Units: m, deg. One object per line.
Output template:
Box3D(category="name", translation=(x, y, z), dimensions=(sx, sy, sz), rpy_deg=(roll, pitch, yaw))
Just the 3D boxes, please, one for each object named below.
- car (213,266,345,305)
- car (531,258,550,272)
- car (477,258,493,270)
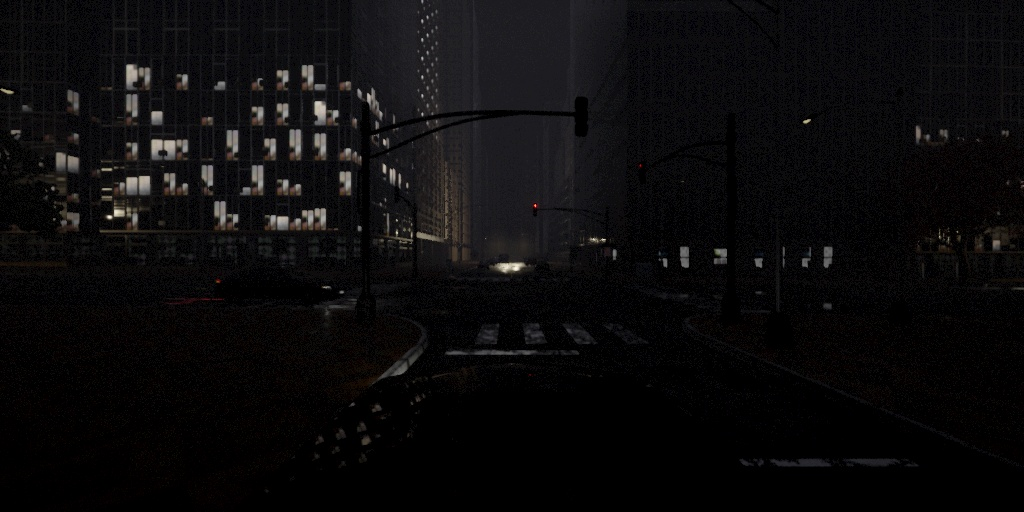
Box3D(category="car", translation=(-9.217, 1.135, 14.399), dimensions=(4.674, 1.442, 1.812), rpy_deg=(1, 0, -3))
Box3D(category="car", translation=(3.880, 1.306, 46.592), dimensions=(1.948, 1.339, 4.313), rpy_deg=(0, 0, 0))
Box3D(category="car", translation=(-4.079, 1.317, 52.076), dimensions=(1.802, 1.307, 4.207), rpy_deg=(0, 0, 0))
